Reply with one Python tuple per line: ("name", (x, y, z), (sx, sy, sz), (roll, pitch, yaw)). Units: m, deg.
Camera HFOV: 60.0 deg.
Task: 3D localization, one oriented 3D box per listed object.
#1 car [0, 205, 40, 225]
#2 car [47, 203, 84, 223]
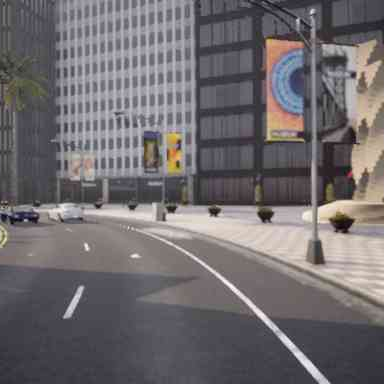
("car", (-13.343, 1.758, 25.575), (1.895, 1.301, 4.718), (0, 0, -40))
("car", (-10.418, 1.662, 27.386), (1.812, 1.442, 4.674), (0, 0, -39))
